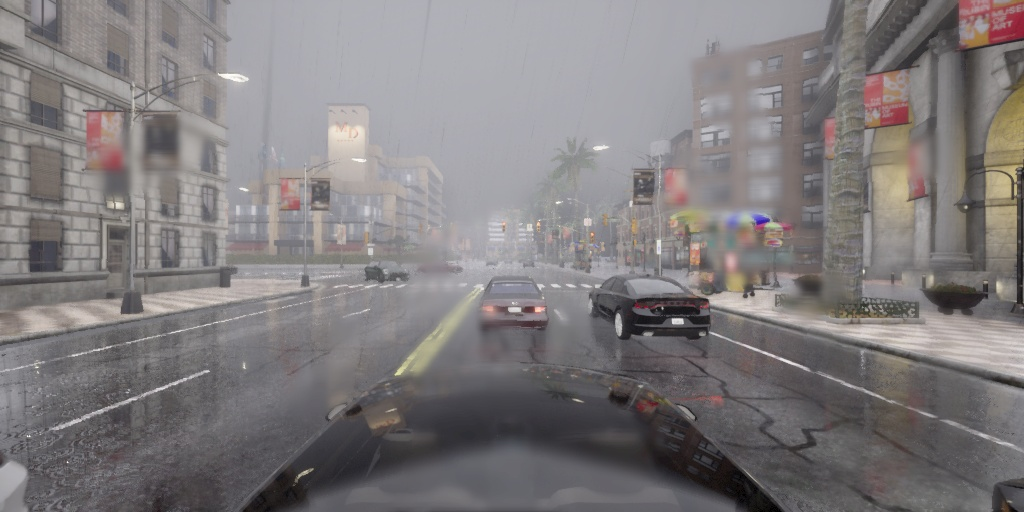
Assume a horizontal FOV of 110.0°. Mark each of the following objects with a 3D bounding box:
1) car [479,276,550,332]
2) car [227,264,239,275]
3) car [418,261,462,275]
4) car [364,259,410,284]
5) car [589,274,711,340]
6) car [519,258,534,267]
[{"bbox_3d":[-0.006,1.297,10.846,2.033,1.411,5.357,0,0,-2],"label":"car"},{"bbox_3d":[-30.386,1.101,36.329,4.553,1.767,2.097,0,0,-1],"label":"car"},{"bbox_3d":[-7.673,1.276,38.422,4.674,1.442,1.812,0,0,-21],"label":"car"},{"bbox_3d":[-9.649,1.102,27.563,2.097,1.767,4.553,0,0,-41],"label":"car"},{"bbox_3d":[3.485,1.228,10.031,1.882,1.535,5.008,0,0,0],"label":"car"},{"bbox_3d":[2.889,1.241,64.586,2.128,1.511,4.902,0,0,0],"label":"car"}]
